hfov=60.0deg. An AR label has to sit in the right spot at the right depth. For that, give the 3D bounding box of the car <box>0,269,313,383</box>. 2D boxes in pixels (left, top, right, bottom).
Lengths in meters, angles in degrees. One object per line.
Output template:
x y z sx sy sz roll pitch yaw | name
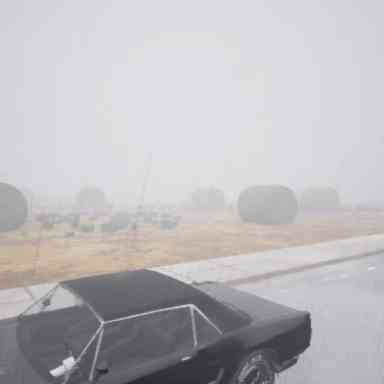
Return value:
-0.990 1.596 3.268 4.718 1.301 1.895 0 0 -36 | car
